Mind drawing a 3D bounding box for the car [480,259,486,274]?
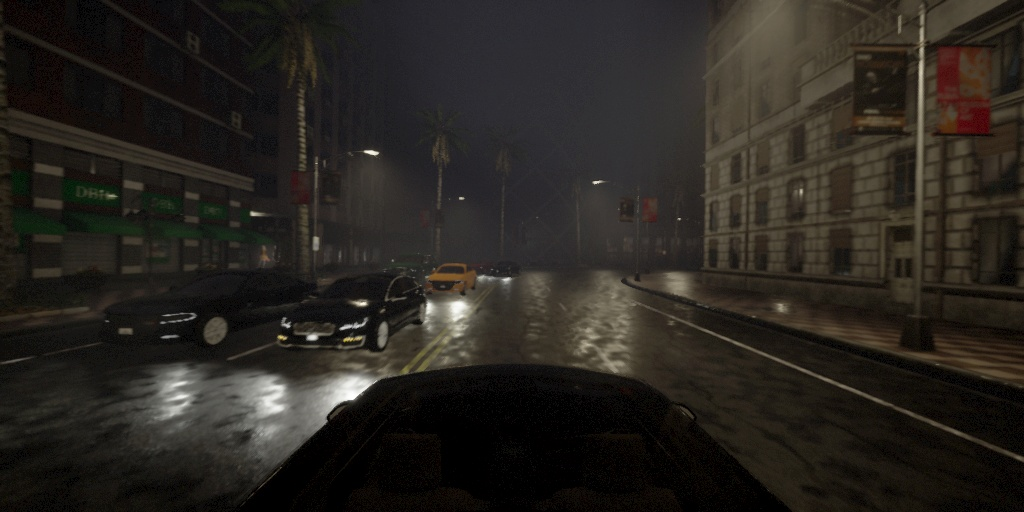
[{"bbox_3d":[-2.964,1.113,38.425,1.882,1.535,5.008,1,0,21],"label":"car"}]

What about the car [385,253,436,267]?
[{"bbox_3d":[-6.367,0.823,23.218,2.150,2.045,5.566,1,0,4],"label":"car"}]

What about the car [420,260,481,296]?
[{"bbox_3d":[-3.078,1.143,19.108,1.882,1.535,5.008,1,0,3],"label":"car"}]

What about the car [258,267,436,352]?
[{"bbox_3d":[-3.448,1.181,8.750,1.837,1.490,4.892,1,0,2],"label":"car"}]

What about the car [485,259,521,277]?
[{"bbox_3d":[-0.527,1.192,34.850,1.837,1.490,4.892,1,-1,19],"label":"car"}]

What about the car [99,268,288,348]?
[{"bbox_3d":[-6.943,1.091,9.002,1.882,1.535,5.008,1,0,2],"label":"car"}]
